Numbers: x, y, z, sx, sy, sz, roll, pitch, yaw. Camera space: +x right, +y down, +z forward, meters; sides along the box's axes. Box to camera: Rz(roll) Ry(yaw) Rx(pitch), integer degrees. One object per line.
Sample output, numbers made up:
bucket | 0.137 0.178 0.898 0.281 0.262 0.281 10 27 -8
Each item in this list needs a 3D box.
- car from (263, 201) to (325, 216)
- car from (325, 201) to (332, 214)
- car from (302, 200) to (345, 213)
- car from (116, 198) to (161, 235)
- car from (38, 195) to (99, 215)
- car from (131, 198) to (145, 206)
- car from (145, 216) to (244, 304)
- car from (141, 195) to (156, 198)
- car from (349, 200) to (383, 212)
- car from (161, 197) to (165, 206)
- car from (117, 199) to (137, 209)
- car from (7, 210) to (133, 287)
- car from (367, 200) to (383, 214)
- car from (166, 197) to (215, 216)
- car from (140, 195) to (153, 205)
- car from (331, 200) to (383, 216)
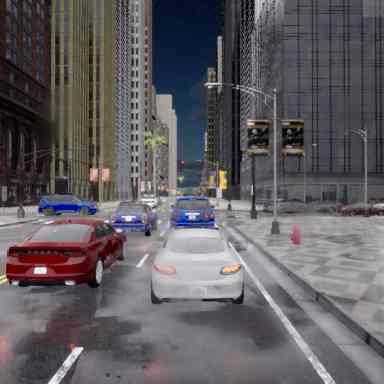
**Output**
car | 9.696 1.591 32.600 5.357 1.411 2.033 0 -1 -1
car | 13.224 1.633 35.852 4.181 1.385 1.994 0 -1 -1
car | 15.213 1.660 38.635 4.313 1.339 1.947 0 0 -1
car | -3.136 1.390 18.619 2.097 1.767 4.553 0 0 0
car | -11.883 1.332 32.190 5.566 2.045 2.150 0 0 -1
car | -9.774 1.824 60.786 1.812 1.442 4.674 0 0 1
car | 0.105 1.534 8.020 1.812 1.442 4.674 0 0 0
car | -6.561 1.450 50.918 2.150 2.045 5.566 0 0 0
car | 20.853 1.641 38.719 4.313 1.339 1.947 0 0 -1
car | -6.525 1.802 60.630 1.837 1.490 4.892 0 0 1
car | -9.810 1.776 50.877 2.033 1.411 5.357 0 0 0
car | -3.145 1.488 9.392 1.882 1.535 5.008 0 0 0
car | 21.778 1.566 35.977 4.674 1.442 1.812 0 -1 -1
car | 0.039 1.256 17.722 2.150 2.045 5.566 0 0 1
car | -9.697 1.606 71.360 2.150 2.045 5.566 0 0 0
car | 15.337 1.575 30.112 4.206 1.307 1.802 0 0 -1
